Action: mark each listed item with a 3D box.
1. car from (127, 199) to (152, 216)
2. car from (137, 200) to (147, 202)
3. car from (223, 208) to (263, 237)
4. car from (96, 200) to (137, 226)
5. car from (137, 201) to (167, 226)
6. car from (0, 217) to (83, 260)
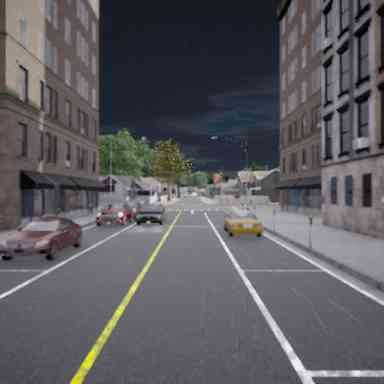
[{"bbox_3d":[-5.368,1.517,34.478,1.967,1.590,4.097,0,0,0],"label":"car"},{"bbox_3d":[-5.373,1.505,28.974,1.967,1.590,4.097,0,0,0],"label":"car"},{"bbox_3d":[2.664,1.565,18.133,1.752,1.417,4.829,0,0,0],"label":"car"},{"bbox_3d":[-5.379,1.493,23.470,1.967,1.590,4.097,0,0,0],"label":"car"},{"bbox_3d":[-2.831,1.602,24.330,2.033,1.411,5.357,0,0,0],"label":"car"},{"bbox_3d":[-5.390,1.610,12.462,1.802,1.307,4.206,0,0,0],"label":"car"}]
